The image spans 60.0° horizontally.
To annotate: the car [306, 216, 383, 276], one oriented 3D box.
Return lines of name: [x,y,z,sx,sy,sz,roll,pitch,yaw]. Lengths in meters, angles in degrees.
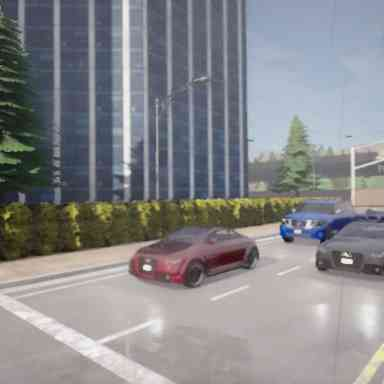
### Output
car: [5.458,1.657,10.325,1.994,1.385,4.181,-1,-1,42]

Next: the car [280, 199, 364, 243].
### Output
car: [6.515,1.394,16.683,2.150,2.045,5.566,-1,-1,42]

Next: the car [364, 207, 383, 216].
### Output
car: [13.282,1.804,24.059,1.895,1.301,4.718,-1,-1,43]

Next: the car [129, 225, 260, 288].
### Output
car: [0.225,1.707,9.782,1.994,1.385,4.181,-1,-1,42]
